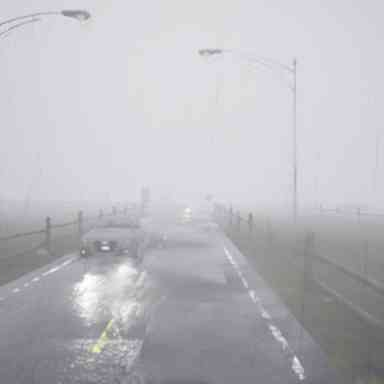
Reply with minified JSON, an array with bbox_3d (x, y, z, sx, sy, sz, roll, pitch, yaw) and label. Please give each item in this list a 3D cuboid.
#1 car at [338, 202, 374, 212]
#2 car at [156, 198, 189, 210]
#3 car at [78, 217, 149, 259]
[{"bbox_3d":[23.988,2.160,48.713,5.008,1.535,1.882,1,-1,-1],"label":"car"},{"bbox_3d":[-2.740,1.973,48.382,4.718,1.301,1.895,0,0,-1],"label":"car"},{"bbox_3d":[-2.853,1.666,12.906,1.994,1.385,4.181,0,0,0],"label":"car"}]
